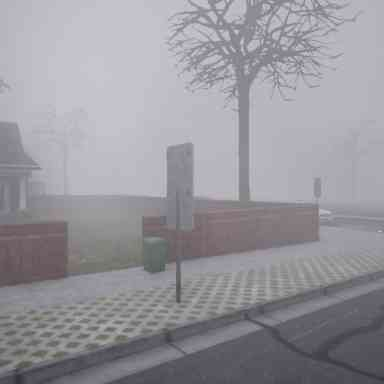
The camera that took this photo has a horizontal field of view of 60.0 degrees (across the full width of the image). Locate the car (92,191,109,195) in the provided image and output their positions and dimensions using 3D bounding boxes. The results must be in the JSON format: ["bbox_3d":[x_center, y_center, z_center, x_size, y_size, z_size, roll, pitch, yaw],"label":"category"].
[{"bbox_3d":[-16.732,0.593,60.521,1.837,1.490,4.892,0,1,-36],"label":"car"}]

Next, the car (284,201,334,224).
[{"bbox_3d":[7.164,1.334,22.442,1.812,1.442,4.674,0,1,-36],"label":"car"}]

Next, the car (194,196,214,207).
[{"bbox_3d":[1.064,1.124,30.882,1.882,1.535,5.008,0,1,-36],"label":"car"}]

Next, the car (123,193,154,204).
[{"bbox_3d":[-6.435,0.972,41.276,1.812,1.442,4.674,0,1,-36],"label":"car"}]

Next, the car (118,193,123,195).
[{"bbox_3d":[-10.849,0.815,52.370,1.994,1.385,4.181,0,1,-34],"label":"car"}]
